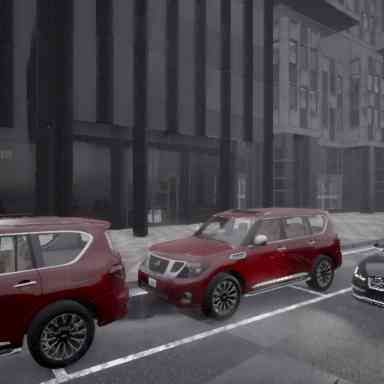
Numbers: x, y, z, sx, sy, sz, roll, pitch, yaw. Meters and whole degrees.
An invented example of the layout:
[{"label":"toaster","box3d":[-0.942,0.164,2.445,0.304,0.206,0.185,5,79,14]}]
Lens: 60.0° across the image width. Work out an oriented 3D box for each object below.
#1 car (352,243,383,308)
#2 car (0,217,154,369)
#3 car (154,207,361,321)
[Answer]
[{"label":"car","box3d":[5.313,1.503,7.030,4.892,1.490,1.837,0,0,-35]},{"label":"car","box3d":[-3.263,1.315,4.206,5.009,1.841,2.192,0,0,-35]},{"label":"car","box3d":[1.335,1.314,7.473,5.009,1.841,2.192,0,0,-35]}]
